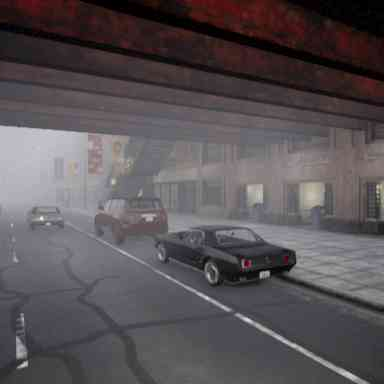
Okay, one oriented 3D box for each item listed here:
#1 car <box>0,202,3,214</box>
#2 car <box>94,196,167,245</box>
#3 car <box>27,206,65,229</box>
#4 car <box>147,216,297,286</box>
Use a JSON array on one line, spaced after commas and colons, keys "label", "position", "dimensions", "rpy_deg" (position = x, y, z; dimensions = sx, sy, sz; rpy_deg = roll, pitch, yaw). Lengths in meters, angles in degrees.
[{"label": "car", "position": [-13.161, 1.457, 20.838], "dimensions": [1.882, 1.535, 5.008], "rpy_deg": [0, 0, -29]}, {"label": "car", "position": [-3.061, 1.215, 15.944], "dimensions": [2.435, 2.045, 5.566], "rpy_deg": [0, 0, -29]}, {"label": "car", "position": [-9.544, 1.581, 21.533], "dimensions": [1.895, 1.301, 4.718], "rpy_deg": [0, 0, -29]}, {"label": "car", "position": [0.569, 1.587, 9.500], "dimensions": [1.895, 1.301, 4.718], "rpy_deg": [0, 0, -29]}]
